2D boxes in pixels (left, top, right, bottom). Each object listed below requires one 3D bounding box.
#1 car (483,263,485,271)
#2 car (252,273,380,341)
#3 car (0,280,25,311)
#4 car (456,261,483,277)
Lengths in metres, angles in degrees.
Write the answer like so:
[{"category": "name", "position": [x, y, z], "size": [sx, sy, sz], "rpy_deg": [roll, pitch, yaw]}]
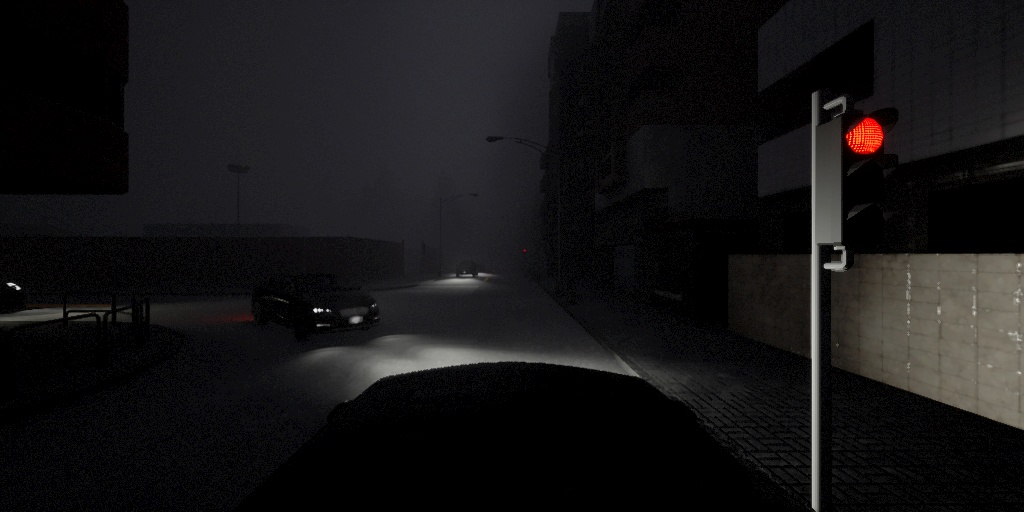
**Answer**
[{"category": "car", "position": [-4.477, 1.351, 45.779], "size": [1.895, 1.301, 4.718], "rpy_deg": [0, 0, 0]}, {"category": "car", "position": [-5.562, 1.243, 9.975], "size": [4.902, 1.511, 2.128], "rpy_deg": [0, -1, 39]}, {"category": "car", "position": [-19.952, 1.103, 12.230], "size": [4.553, 1.767, 2.097], "rpy_deg": [0, 0, 0]}, {"category": "car", "position": [-4.410, 1.242, 35.665], "size": [2.128, 1.511, 4.902], "rpy_deg": [0, 0, 0]}]
